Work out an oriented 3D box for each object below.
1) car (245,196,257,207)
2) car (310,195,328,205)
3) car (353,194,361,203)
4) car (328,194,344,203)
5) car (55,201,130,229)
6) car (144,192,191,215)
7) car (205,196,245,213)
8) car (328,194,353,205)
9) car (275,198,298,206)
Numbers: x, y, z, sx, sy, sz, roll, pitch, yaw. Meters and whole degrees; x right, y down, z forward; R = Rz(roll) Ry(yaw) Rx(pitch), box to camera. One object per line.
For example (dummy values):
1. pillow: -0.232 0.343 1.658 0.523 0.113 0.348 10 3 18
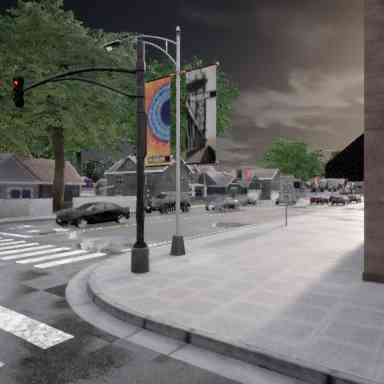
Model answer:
1. car: 7.335 1.246 45.898 2.128 1.511 4.902 0 0 36
2. car: 20.029 1.171 52.192 1.882 1.535 5.008 0 0 36
3. car: 28.276 1.155 58.143 1.837 1.490 4.892 0 0 36
4. car: 26.664 1.146 61.473 1.837 1.490 4.892 0 0 36
5. car: -6.255 1.385 21.364 1.882 1.535 5.008 0 0 36
6. car: -2.351 1.066 32.407 2.150 2.045 5.566 0 0 36
7. car: 3.214 1.308 34.601 2.128 1.511 4.902 0 0 36
8. car: 22.282 1.202 49.756 1.837 1.490 4.892 0 0 35
9. car: 14.173 1.332 49.762 2.033 1.411 5.357 0 0 36
